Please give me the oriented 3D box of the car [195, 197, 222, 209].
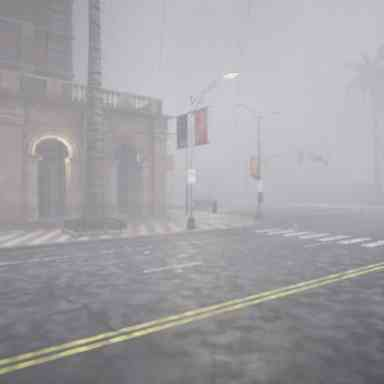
[{"bbox_3d":[2.230,1.488,46.218,1.812,1.442,4.674,0,0,-36],"label":"car"}]
